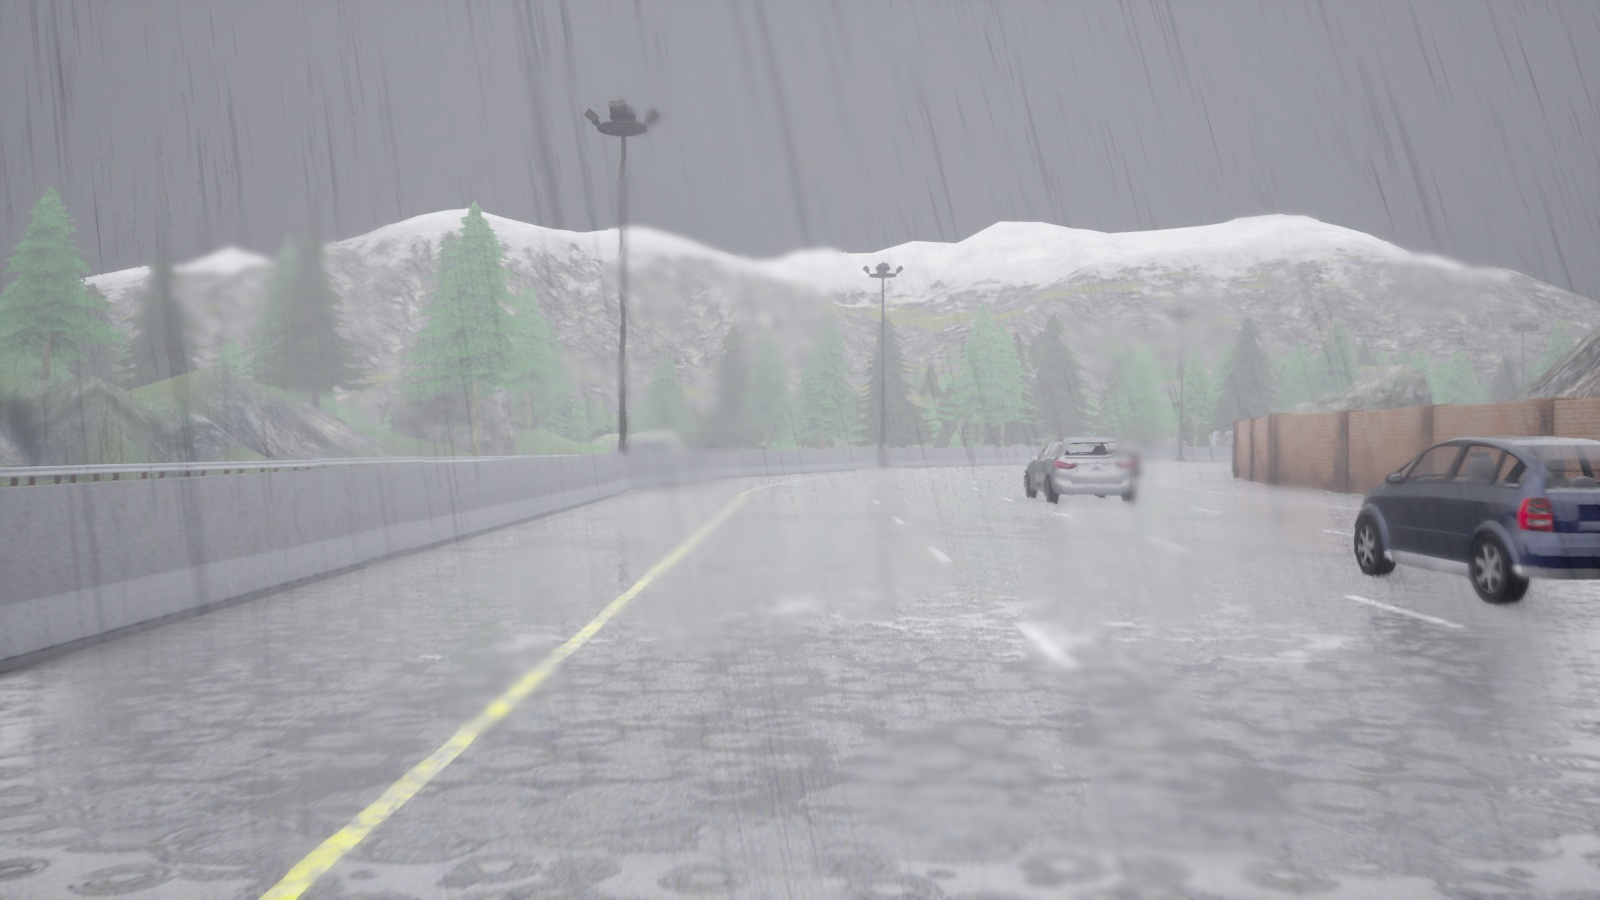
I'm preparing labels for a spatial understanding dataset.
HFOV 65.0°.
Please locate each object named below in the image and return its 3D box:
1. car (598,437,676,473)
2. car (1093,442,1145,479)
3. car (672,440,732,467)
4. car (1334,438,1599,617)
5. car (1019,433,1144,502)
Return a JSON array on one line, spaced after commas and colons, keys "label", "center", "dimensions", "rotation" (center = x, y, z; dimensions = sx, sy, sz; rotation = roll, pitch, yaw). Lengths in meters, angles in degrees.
[{"label": "car", "center": [-8.359, 0.232, 64.945], "dimensions": [2.097, 1.767, 4.553], "rotation": [0, 0, 21]}, {"label": "car", "center": [13.827, 0.429, 54.291], "dimensions": [1.882, 1.535, 5.008], "rotation": [0, 0, 18]}, {"label": "car", "center": [-6.072, 0.199, 78.143], "dimensions": [1.851, 1.617, 3.988], "rotation": [0, 0, 29]}, {"label": "car", "center": [7.087, 0.659, 12.731], "dimensions": [1.789, 1.549, 3.705], "rotation": [0, 0, 0]}, {"label": "car", "center": [7.199, 0.413, 32.601], "dimensions": [2.242, 1.667, 4.611], "rotation": [0, 0, 0]}]
